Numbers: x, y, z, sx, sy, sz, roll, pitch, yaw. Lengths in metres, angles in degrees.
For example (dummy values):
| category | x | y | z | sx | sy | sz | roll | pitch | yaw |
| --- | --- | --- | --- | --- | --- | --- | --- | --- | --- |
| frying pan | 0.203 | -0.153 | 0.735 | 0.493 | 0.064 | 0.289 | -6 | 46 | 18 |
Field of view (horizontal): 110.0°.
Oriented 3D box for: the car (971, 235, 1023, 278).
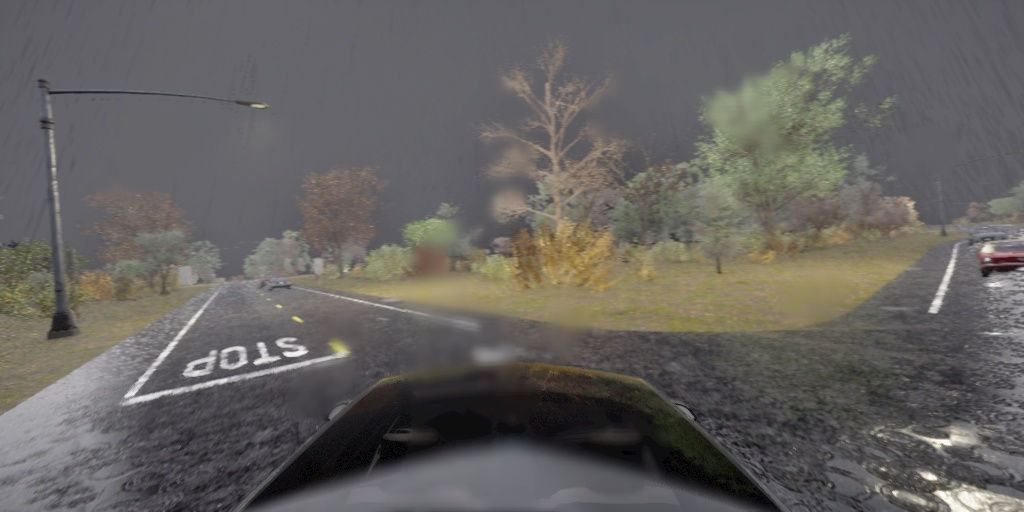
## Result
| category | x | y | z | sx | sy | sz | roll | pitch | yaw |
| --- | --- | --- | --- | --- | --- | --- | --- | --- | --- |
| car | 19.560 | 0.021 | 13.906 | 4.718 | 1.301 | 1.895 | -5 | -1 | -38 |

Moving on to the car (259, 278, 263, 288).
| category | x | y | z | sx | sy | sz | roll | pitch | yaw |
| --- | --- | --- | --- | --- | --- | --- | --- | --- | --- |
| car | -31.277 | 3.104 | 46.330 | 2.097 | 1.767 | 4.553 | -4 | 0 | -38 |

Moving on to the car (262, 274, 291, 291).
| category | x | y | z | sx | sy | sz | roll | pitch | yaw |
| --- | --- | --- | --- | --- | --- | --- | --- | --- | --- |
| car | -24.366 | 2.841 | 37.453 | 2.033 | 1.411 | 5.357 | -4 | 0 | -38 |

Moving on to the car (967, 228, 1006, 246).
| category | x | y | z | sx | sy | sz | roll | pitch | yaw |
| --- | --- | --- | --- | --- | --- | --- | --- | --- | --- |
| car | 40.784 | -1.691 | 30.805 | 4.181 | 1.385 | 1.994 | -5 | -1 | -38 |
